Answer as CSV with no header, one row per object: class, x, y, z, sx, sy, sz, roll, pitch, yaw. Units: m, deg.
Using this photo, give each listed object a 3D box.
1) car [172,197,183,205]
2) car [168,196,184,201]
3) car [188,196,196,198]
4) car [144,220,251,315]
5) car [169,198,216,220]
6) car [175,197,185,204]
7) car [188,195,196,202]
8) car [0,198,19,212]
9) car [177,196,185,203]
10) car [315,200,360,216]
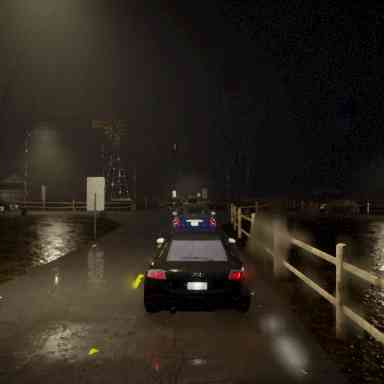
car,-2.757,1.731,65.200,1.882,1.535,5.008,0,0,1
car,-2.813,1.681,55.396,2.128,1.511,4.902,0,0,0
car,0.061,1.842,73.964,1.812,1.442,4.674,0,0,0
car,0.101,1.573,7.678,1.994,1.385,4.181,0,0,0
car,0.104,1.380,16.323,2.097,1.767,4.553,0,0,0
car,-2.709,1.879,75.151,1.994,1.385,4.181,0,0,0
car,0.057,1.830,92.629,2.097,1.767,4.553,0,-1,0
car,-20.292,1.292,34.000,4.892,1.490,1.837,1,-2,0
car,-2.700,1.883,85.280,1.882,1.535,5.008,0,0,0
car,16.315,1.730,37.614,4.553,1.767,2.097,1,-2,0
